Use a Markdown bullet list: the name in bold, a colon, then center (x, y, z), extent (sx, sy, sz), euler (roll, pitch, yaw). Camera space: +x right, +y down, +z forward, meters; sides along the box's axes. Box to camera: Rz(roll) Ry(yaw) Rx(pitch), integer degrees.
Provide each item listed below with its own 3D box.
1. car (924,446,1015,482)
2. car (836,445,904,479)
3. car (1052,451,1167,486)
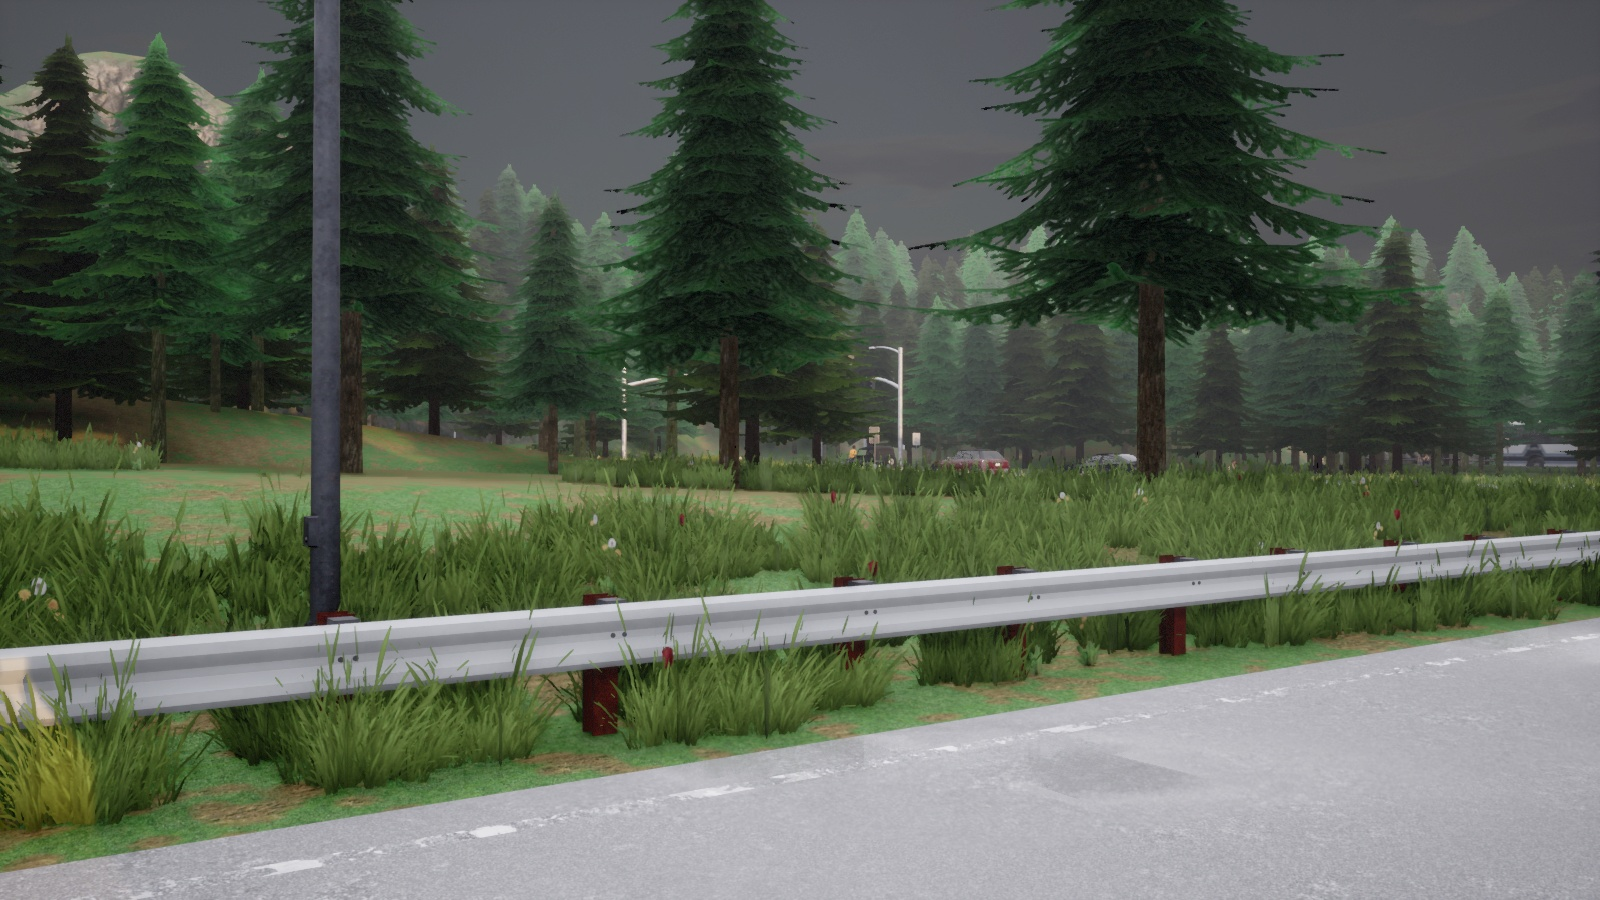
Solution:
- **car**: center (8.616, 0.715, 64.120), extent (2.097, 1.767, 4.553), euler (0, 0, -34)
- **car**: center (3.928, 0.680, 71.152), extent (1.905, 1.878, 3.866), euler (0, 0, -34)
- **car**: center (13.840, 0.804, 56.477), extent (1.882, 1.535, 5.008), euler (0, 0, -35)
